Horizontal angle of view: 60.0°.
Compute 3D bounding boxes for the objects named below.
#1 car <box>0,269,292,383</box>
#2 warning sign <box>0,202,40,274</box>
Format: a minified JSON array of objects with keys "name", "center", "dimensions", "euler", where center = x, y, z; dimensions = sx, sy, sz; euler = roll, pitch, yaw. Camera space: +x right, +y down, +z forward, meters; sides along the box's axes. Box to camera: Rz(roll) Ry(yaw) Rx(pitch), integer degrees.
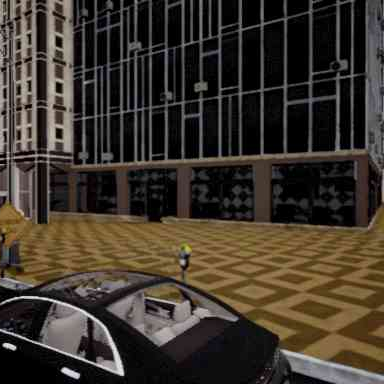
[{"name":"car","center":[-1.186,1.577,3.672],"dimensions":[4.403,1.369,2.008],"euler":[-1,1,34]},{"name":"warning sign","center":[-5.170,1.217,9.314],"dimensions":[1.060,1.860,1.300],"euler":[0,-1,34]}]
